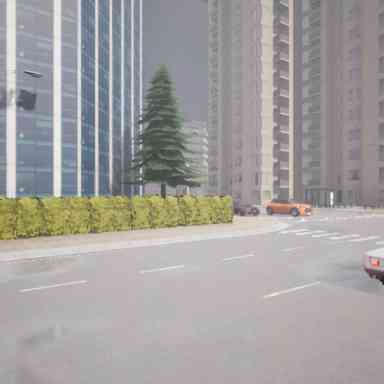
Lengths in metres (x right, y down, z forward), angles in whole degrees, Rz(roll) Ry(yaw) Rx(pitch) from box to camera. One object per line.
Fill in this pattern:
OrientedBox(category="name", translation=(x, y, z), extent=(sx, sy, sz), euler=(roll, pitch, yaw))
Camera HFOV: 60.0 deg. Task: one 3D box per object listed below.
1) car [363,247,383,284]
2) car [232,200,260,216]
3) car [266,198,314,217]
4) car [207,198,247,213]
OrientedBox(category="car", translation=(6.308, 1.601, 8.220), extent=(4.718, 1.301, 1.895), euler=(0, 0, -35))
OrientedBox(category="car", translation=(4.716, 1.619, 32.855), extent=(1.994, 1.385, 4.181), euler=(0, 0, -35))
OrientedBox(category="car", translation=(9.436, 1.407, 32.246), extent=(2.097, 1.767, 4.553), euler=(0, 0, -35))
OrientedBox(category="car", translation=(4.113, 1.533, 39.767), extent=(1.882, 1.535, 5.008), euler=(0, 0, -35))
